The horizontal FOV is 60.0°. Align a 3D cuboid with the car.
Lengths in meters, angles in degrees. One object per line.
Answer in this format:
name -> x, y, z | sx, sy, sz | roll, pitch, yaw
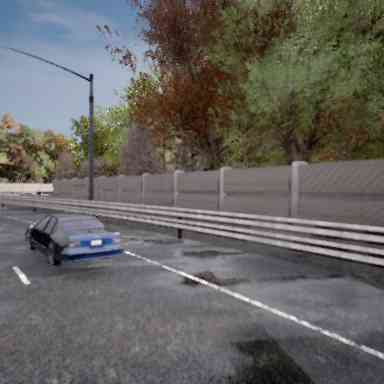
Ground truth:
car -> -4.117, 1.400, 11.111 | 2.033, 1.411, 5.357 | 0, 1, -37
